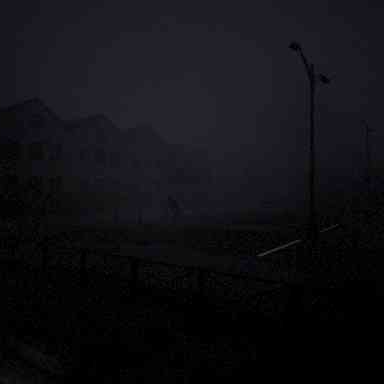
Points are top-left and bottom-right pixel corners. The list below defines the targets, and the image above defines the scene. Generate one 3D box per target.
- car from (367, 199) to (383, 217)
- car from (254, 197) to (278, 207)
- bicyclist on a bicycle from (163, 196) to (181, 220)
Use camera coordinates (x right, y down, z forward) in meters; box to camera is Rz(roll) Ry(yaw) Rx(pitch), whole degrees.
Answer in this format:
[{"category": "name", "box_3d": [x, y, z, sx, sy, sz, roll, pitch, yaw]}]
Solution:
[{"category": "car", "box_3d": [15.429, 1.298, 26.810, 2.007, 1.523, 4.514, 0, 0, 35]}, {"category": "car", "box_3d": [10.442, 1.356, 46.685, 2.033, 1.411, 5.357, 0, 0, 32]}, {"category": "bicyclist on a bicycle", "box_3d": [-1.393, 1.109, 23.058, 1.656, 1.620, 0.582, 0, 0, 35]}]
